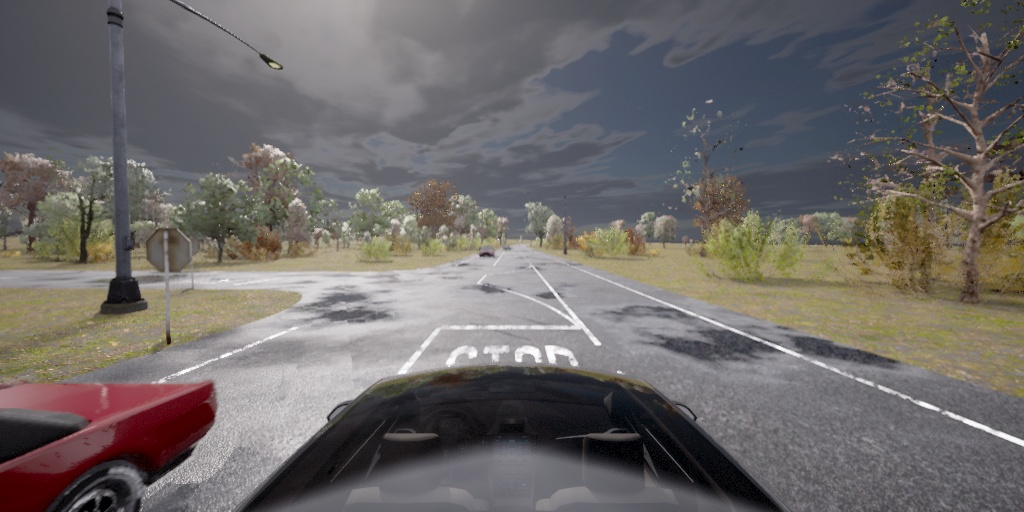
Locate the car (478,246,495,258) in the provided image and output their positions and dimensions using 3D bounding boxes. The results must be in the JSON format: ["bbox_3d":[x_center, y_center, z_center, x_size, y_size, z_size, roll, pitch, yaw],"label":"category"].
[{"bbox_3d":[-3.422,-0.632,49.465,2.097,1.767,4.553,0,2,0],"label":"car"}]

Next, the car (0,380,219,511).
[{"bbox_3d":[-3.517,1.380,0.889,1.895,1.301,4.718,0,2,0],"label":"car"}]
